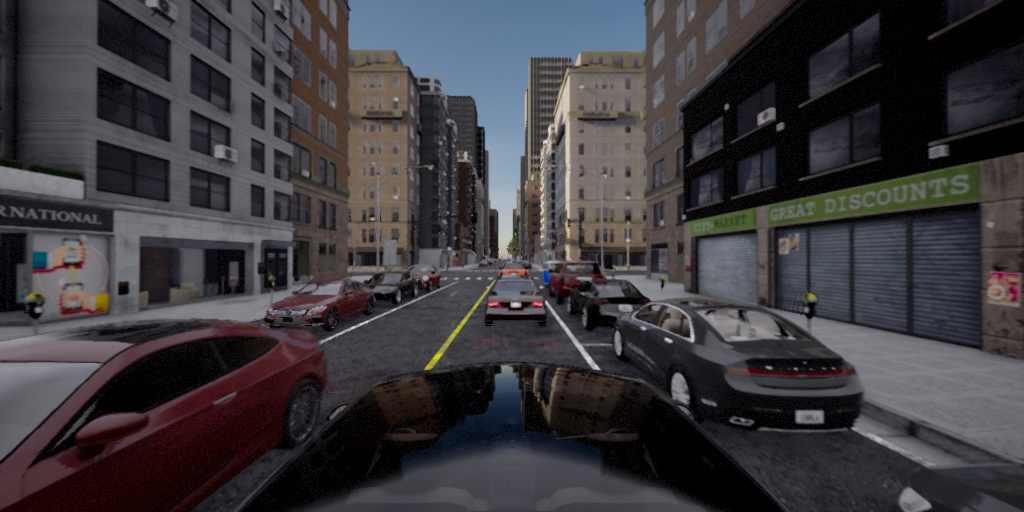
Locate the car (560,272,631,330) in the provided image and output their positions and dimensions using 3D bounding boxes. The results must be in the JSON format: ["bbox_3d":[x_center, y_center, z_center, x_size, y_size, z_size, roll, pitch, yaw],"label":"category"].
[{"bbox_3d":[2.863,1.358,11.144,1.948,1.339,4.313,0,0,0],"label":"car"}]

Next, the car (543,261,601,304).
[{"bbox_3d":[2.867,1.132,16.668,2.192,1.841,5.009,0,0,0],"label":"car"}]

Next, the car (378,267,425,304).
[{"bbox_3d":[-5.659,1.383,16.668,1.948,1.339,4.313,0,0,0],"label":"car"}]

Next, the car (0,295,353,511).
[{"bbox_3d":[-3.100,1.279,2.525,1.812,1.442,4.674,0,0,0],"label":"car"}]

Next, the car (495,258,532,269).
[{"bbox_3d":[0.115,1.212,26.011,2.097,1.767,4.553,0,0,0],"label":"car"}]

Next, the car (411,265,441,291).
[{"bbox_3d":[-5.655,1.282,22.193,1.967,1.591,4.097,0,0,0],"label":"car"}]

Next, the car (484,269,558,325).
[{"bbox_3d":[0.105,1.344,11.940,2.033,1.411,5.357,0,0,0],"label":"car"}]

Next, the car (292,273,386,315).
[{"bbox_3d":[-5.663,1.375,11.143,1.802,1.307,4.207,0,0,0],"label":"car"}]

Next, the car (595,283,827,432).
[{"bbox_3d":[2.859,1.318,5.621,2.007,1.370,4.403,0,0,0],"label":"car"}]
